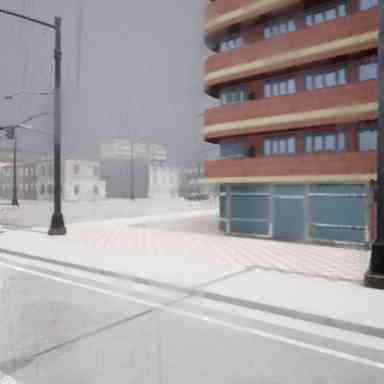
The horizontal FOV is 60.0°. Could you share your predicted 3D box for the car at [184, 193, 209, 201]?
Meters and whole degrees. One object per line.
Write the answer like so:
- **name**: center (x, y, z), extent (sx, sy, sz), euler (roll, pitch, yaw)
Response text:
- **car**: center (0.790, 0.803, 57.525), extent (2.033, 1.411, 5.357), euler (0, 1, 37)
